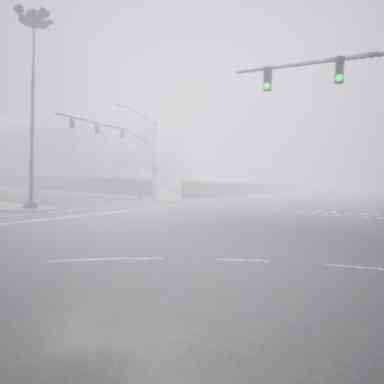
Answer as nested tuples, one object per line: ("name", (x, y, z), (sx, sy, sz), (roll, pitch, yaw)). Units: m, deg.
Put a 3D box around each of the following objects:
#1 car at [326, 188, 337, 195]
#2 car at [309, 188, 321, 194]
("car", (31.081, -0.081, 74.203), (2.033, 1.411, 5.357), (3, 2, 30))
("car", (28.038, -0.264, 75.922), (1.812, 1.442, 4.674), (3, 2, 30))
